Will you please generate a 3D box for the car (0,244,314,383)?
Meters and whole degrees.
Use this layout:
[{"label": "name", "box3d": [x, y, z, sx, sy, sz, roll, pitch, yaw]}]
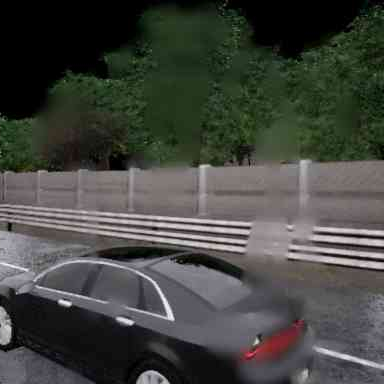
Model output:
[{"label": "car", "box3d": [-0.932, 1.493, 4.533, 4.892, 1.490, 1.837, 0, 0, 35]}]
